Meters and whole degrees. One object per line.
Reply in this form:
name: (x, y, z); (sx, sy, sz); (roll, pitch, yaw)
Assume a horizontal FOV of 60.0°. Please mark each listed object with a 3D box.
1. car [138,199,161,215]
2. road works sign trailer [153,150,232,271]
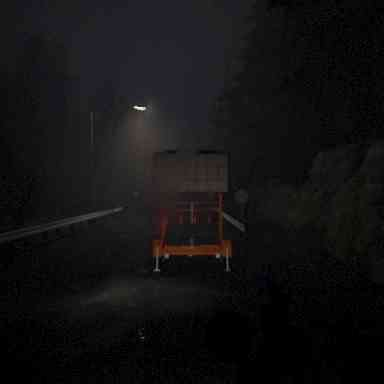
car: (-4.208, 1.443, 33.419); (1.882, 1.535, 5.008); (0, 0, 0)
road works sign trailer: (0.003, 0.453, 10.806); (2.380, 3.560, 2.880); (0, 0, 0)
